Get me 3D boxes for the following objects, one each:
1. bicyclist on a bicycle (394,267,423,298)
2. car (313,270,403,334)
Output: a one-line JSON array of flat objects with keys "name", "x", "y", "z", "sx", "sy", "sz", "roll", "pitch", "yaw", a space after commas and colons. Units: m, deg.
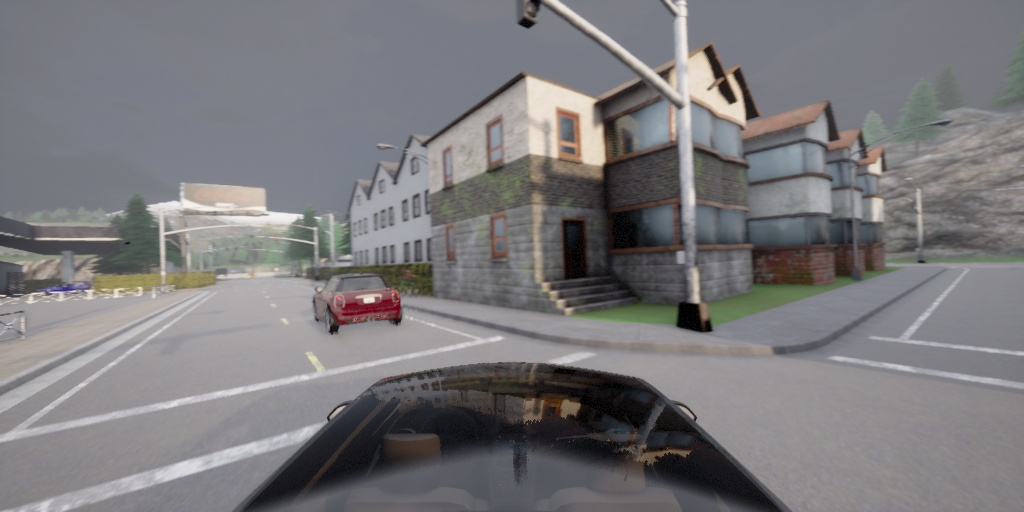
[{"name": "bicyclist on a bicycle", "x": -5.459, "y": 1.390, "z": 18.762, "sx": 1.656, "sy": 1.620, "sz": 0.582, "roll": -2, "pitch": 0, "yaw": -36}, {"name": "car", "x": -5.381, "y": 1.374, "z": 12.181, "sx": 2.097, "sy": 1.767, "sz": 4.553, "roll": -2, "pitch": -1, "yaw": -35}]
